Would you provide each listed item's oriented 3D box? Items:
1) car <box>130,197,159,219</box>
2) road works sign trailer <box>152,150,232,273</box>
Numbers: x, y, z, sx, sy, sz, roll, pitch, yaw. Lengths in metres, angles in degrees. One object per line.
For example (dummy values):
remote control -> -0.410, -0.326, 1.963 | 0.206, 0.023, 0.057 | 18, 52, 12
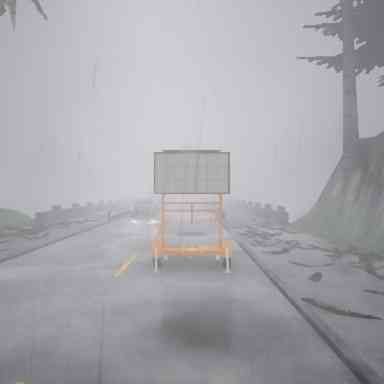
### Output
car -> -4.110, 1.351, 29.255 | 2.097, 1.767, 4.553 | 0, 0, 0
road works sign trailer -> -0.004, 0.464, 10.650 | 2.380, 3.560, 2.880 | 0, 0, 0
